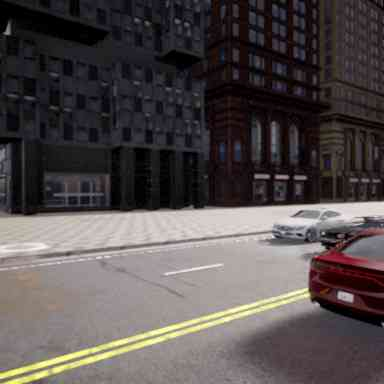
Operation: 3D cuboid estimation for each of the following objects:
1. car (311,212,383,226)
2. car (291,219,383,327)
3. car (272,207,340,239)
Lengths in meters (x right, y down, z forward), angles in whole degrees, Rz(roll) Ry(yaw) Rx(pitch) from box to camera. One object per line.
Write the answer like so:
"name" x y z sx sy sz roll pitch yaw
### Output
"car" 6.859 1.560 12.565 4.718 1.301 1.895 0 0 -35
"car" 4.383 1.454 6.564 5.008 1.535 1.882 0 0 -35
"car" 5.848 1.481 15.836 4.674 1.442 1.812 0 0 -35
